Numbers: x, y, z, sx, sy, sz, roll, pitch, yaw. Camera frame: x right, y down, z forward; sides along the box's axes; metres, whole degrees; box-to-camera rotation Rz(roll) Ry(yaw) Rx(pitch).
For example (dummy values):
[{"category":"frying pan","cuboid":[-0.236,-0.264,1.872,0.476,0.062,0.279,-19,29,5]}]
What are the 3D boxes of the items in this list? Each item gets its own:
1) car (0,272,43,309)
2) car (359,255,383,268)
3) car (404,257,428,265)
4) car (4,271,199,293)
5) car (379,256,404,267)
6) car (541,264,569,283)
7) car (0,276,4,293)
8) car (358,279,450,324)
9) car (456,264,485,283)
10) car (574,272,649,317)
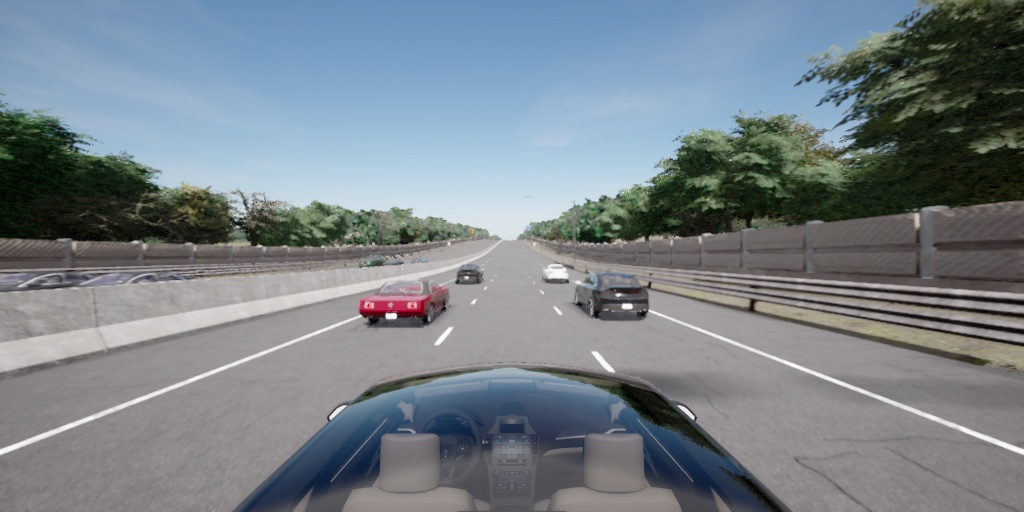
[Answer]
[{"category":"car","cuboid":[-21.097,1.384,12.675,2.033,1.411,5.357,0,0,0]},{"category":"car","cuboid":[-21.027,0.870,54.132,2.150,2.045,5.566,0,1,1]},{"category":"car","cuboid":[-14.048,1.013,53.679,2.097,1.767,4.553,0,1,0]},{"category":"car","cuboid":[-14.097,1.331,13.216,2.128,1.511,4.902,0,0,0]},{"category":"car","cuboid":[-17.546,1.142,53.533,1.882,1.535,5.008,0,1,1]},{"category":"car","cuboid":[3.606,1.410,30.087,1.812,1.442,4.674,0,0,0]},{"category":"car","cuboid":[-17.596,1.331,13.232,2.128,1.511,4.902,0,0,0]},{"category":"car","cuboid":[-3.398,1.435,12.339,1.895,1.301,4.718,0,0,0]},{"category":"car","cuboid":[-3.395,1.389,29.311,1.837,1.490,4.892,0,0,0]},{"category":"car","cuboid":[3.602,1.346,13.623,1.837,1.490,4.892,0,0,0]}]
